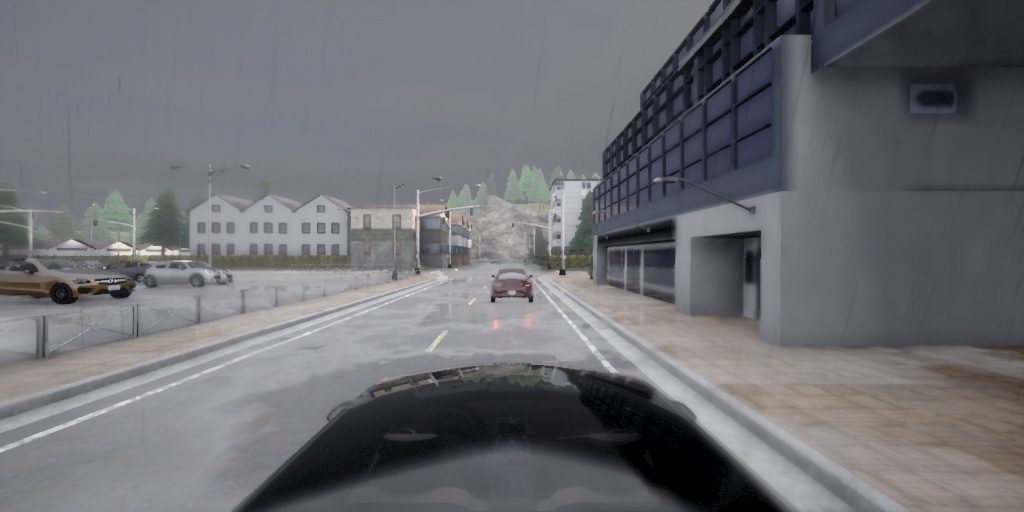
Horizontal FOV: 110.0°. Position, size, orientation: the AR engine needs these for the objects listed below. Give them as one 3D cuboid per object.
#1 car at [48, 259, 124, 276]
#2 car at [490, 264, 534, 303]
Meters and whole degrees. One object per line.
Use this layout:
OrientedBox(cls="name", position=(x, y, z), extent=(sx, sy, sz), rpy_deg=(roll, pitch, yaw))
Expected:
OrientedBox(cls="car", position=(-46.549, 1.173, 39.216), extent=(5.357, 1.411, 2.033), rpy_deg=(0, 0, 0))
OrientedBox(cls="car", position=(0.000, 1.281, 16.500), extent=(1.812, 1.442, 4.674), rpy_deg=(0, 0, 0))
